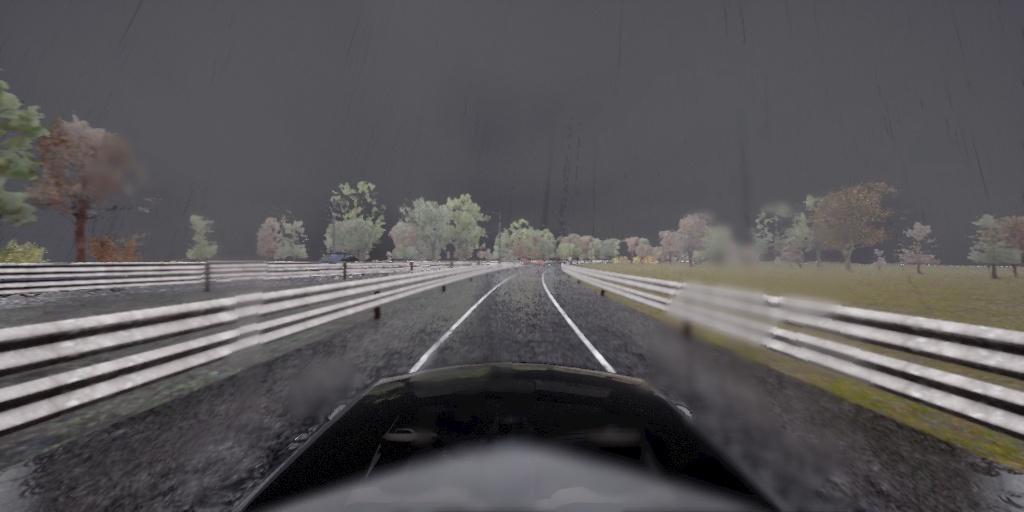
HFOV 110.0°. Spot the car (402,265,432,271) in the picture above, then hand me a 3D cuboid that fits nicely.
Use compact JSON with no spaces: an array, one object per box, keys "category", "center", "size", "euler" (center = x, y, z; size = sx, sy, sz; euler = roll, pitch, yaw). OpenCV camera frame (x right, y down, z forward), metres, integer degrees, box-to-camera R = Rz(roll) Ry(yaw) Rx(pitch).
[{"category":"car","center":[-14.704,1.570,54.939],"size":[1.895,1.301,4.718],"euler":[0,-1,16]}]

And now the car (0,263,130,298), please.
[{"category":"car","center":[-20.781,1.049,16.549],"size":[1.812,1.442,4.674],"euler":[0,-1,13]}]

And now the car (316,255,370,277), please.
[{"category":"car","center":[-16.349,0.947,34.989],"size":[2.150,2.045,5.566],"euler":[0,-1,14]}]

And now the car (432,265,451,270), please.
[{"category":"car","center":[-10.766,1.585,56.011],"size":[1.895,1.301,4.718],"euler":[0,-1,16]}]
